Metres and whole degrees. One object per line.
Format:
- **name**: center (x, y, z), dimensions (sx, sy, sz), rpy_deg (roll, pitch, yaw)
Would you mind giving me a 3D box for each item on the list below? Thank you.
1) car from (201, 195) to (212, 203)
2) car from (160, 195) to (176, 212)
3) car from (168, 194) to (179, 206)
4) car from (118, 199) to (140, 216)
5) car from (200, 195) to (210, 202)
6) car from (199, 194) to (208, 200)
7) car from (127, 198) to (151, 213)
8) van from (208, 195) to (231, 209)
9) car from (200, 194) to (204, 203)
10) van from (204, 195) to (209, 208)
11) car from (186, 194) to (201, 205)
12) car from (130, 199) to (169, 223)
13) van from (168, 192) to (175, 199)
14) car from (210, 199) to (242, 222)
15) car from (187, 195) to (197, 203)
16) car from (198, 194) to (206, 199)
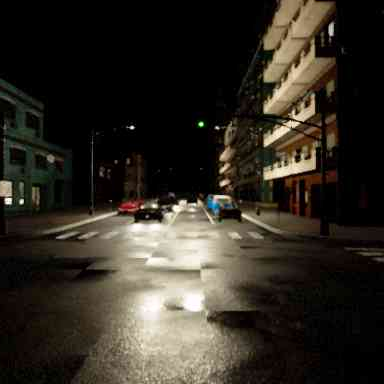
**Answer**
- **car**: center (2.727, 1.373, 64.269), dimensions (1.947, 1.339, 4.313), rpy_deg (1, 0, 0)
- **car**: center (-3.070, 1.425, 36.828), dimensions (1.812, 1.442, 4.674), rpy_deg (0, 0, 0)
- **car**: center (-3.028, 1.417, 51.138), dimensions (1.994, 1.385, 4.181), rpy_deg (0, 0, 1)
- **car**: center (-5.668, 1.499, 30.752), dimensions (1.802, 1.307, 4.206), rpy_deg (1, 0, 0)
- **car**: center (2.730, 1.352, 69.849), dimensions (1.947, 1.339, 4.313), rpy_deg (1, 0, 0)
- **car**: center (2.735, 1.286, 81.011), dimensions (1.887, 1.381, 4.507), rpy_deg (1, 0, 0)
- **car**: center (-5.665, 1.445, 36.332), dimensions (1.887, 1.381, 4.507), rpy_deg (1, 0, 0)
- **van**: center (2.716, 1.258, 30.783), dimensions (1.690, 1.788, 3.998), rpy_deg (1, 0, 0)
- **car**: center (2.723, 1.371, 53.276), dimensions (1.752, 1.417, 4.829), rpy_deg (1, 0, 0)
- **van**: center (2.721, 1.224, 41.945), dimensions (1.690, 1.788, 3.998), rpy_deg (1, 0, 0)
- **car**: center (0.021, 1.319, 54.689), dimensions (1.882, 1.535, 5.008), rpy_deg (0, 0, 0)
- **car**: center (-3.080, 1.498, 24.978), dimensions (1.994, 1.385, 4.181), rpy_deg (0, 0, 0)
- **van**: center (-5.637, 1.037, 92.133), dimensions (1.690, 1.788, 3.998), rpy_deg (1, 0, 0)
- **car**: center (2.711, 1.484, 25.204), dimensions (2.008, 1.369, 4.403), rpy_deg (1, 0, 0)
- **car**: center (0.024, 1.332, 65.112), dimensions (1.812, 1.442, 4.674), rpy_deg (0, 0, 0)
- **car**: center (2.739, 1.246, 92.173), dimensions (2.008, 1.369, 4.403), rpy_deg (1, 0, 0)
